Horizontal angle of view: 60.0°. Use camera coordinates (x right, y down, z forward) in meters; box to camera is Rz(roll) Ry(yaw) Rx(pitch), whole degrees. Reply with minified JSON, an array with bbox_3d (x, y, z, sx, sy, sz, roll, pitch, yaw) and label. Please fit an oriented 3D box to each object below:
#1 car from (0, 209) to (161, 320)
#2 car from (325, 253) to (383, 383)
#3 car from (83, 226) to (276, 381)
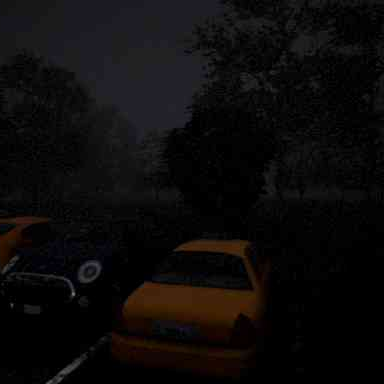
[{"bbox_3d":[-1.978,1.320,7.523,2.185,1.767,4.553,1,0,15],"label":"car"},{"bbox_3d":[2.857,1.486,4.065,2.097,1.535,5.008,0,0,15],"label":"car"},{"bbox_3d":[0.486,1.465,5.968,1.946,1.575,5.366,0,0,15],"label":"car"}]
